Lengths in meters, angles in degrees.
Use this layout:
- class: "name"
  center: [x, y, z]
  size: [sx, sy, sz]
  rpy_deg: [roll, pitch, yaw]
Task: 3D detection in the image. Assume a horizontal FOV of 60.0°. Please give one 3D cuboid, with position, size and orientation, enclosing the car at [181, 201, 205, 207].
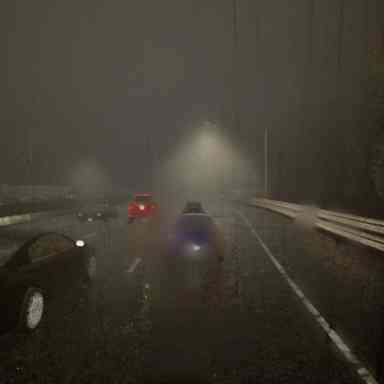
- class: "car"
  center: [0.103, 1.493, 27.496]
  size: [1.812, 1.442, 4.674]
  rpy_deg: [0, 0, 0]

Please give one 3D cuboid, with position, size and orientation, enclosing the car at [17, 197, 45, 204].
- class: "car"
  center: [-21.050, 1.437, 44.974]
  size: [1.882, 1.535, 5.008]
  rpy_deg: [0, 0, 0]

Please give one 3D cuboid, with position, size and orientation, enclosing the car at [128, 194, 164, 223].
- class: "car"
  center: [-3.402, 1.190, 25.410]
  size: [2.150, 2.045, 5.566]
  rpy_deg: [0, 0, 0]

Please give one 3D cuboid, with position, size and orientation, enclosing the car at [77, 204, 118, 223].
- class: "car"
  center: [-6.906, 1.571, 24.792]
  size: [1.895, 1.301, 4.718]
  rpy_deg: [0, 0, 0]

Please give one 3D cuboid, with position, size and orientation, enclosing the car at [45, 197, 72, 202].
- class: "car"
  center: [-17.554, 1.437, 44.956]
  size: [1.882, 1.535, 5.008]
  rpy_deg: [0, 0, 0]

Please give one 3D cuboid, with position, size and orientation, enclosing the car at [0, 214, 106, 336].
- class: "car"
  center: [-3.428, 1.468, 6.741]
  size: [1.882, 1.535, 5.008]
  rpy_deg: [0, 0, 0]

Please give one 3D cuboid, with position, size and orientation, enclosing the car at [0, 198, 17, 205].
- class: "car"
  center: [-24.548, 1.485, 44.967]
  size: [1.812, 1.442, 4.674]
  rpy_deg: [0, 0, 0]

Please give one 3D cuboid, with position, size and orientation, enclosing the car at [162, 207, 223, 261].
- class: "car"
  center: [0.095, 1.509, 12.160]
  size: [1.812, 1.442, 4.674]
  rpy_deg: [0, 0, 0]
